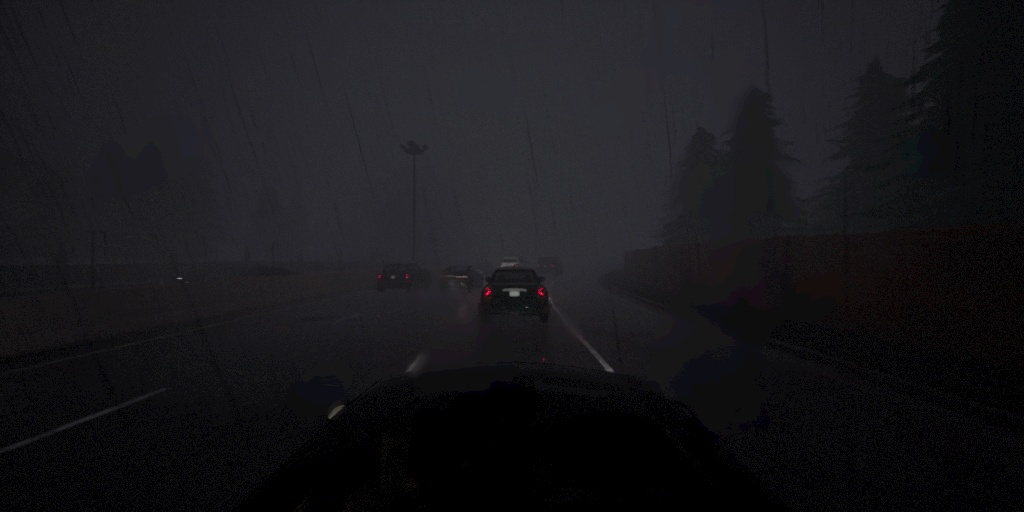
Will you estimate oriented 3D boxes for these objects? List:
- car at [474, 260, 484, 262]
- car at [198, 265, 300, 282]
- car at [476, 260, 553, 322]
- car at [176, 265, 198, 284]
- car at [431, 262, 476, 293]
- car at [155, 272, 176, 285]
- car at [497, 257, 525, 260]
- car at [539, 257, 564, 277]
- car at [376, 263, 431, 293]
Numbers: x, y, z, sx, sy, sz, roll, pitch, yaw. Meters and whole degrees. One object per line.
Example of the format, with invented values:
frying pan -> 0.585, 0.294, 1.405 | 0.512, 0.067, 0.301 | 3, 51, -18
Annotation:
car -> -2.898, 1.455, 39.099 | 1.994, 1.385, 4.181 | 0, 0, 16
car -> -13.764, 1.313, 19.561 | 1.882, 1.535, 5.008 | 0, 0, 4
car -> 0.104, 1.141, 12.634 | 2.097, 1.767, 4.553 | 0, 0, 1
car -> -17.139, 1.398, 22.357 | 2.033, 1.411, 5.357 | 0, 0, 5
car -> -2.877, 1.317, 21.255 | 2.128, 1.511, 4.902 | 0, 0, 5
car -> -20.406, 1.350, 23.599 | 2.128, 1.511, 4.902 | 0, 0, 6
car -> 0.446, 1.105, 38.278 | 2.150, 2.045, 5.566 | 0, 0, 16
car -> 4.087, 1.099, 38.259 | 2.150, 2.045, 5.566 | 0, 0, 17
car -> -6.328, 1.184, 21.749 | 2.097, 1.767, 4.553 | 0, 0, 5
